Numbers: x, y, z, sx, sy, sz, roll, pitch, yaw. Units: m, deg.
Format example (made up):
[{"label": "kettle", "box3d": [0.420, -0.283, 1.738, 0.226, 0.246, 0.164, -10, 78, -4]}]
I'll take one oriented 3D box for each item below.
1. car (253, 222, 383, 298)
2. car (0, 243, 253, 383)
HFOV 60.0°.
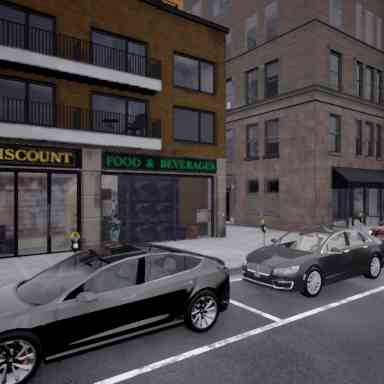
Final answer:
[{"label": "car", "box3d": [3.189, 1.551, 8.428, 4.403, 1.369, 2.008, 0, 0, -35]}, {"label": "car", "box3d": [-1.319, 1.566, 5.246, 4.313, 1.339, 1.947, 0, 0, -35]}]
